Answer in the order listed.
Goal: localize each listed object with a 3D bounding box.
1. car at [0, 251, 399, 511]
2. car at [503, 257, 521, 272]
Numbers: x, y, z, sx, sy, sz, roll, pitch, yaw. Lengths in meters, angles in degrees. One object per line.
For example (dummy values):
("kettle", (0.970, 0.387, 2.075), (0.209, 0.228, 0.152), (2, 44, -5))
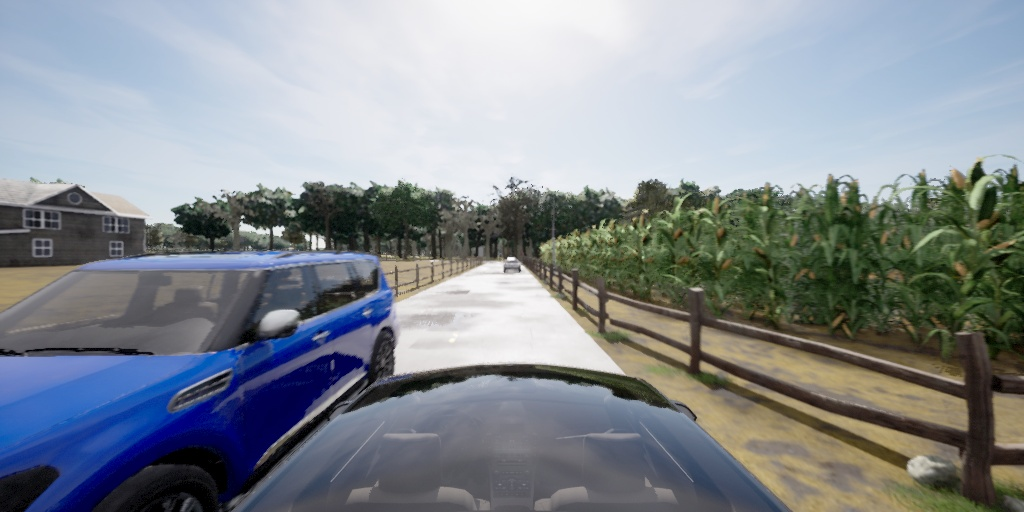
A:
("car", (-2.848, 0.964, 3.514), (2.150, 2.045, 5.566), (0, 1, 0))
("car", (0.018, 1.026, 39.408), (1.895, 1.301, 4.718), (0, 0, 0))
